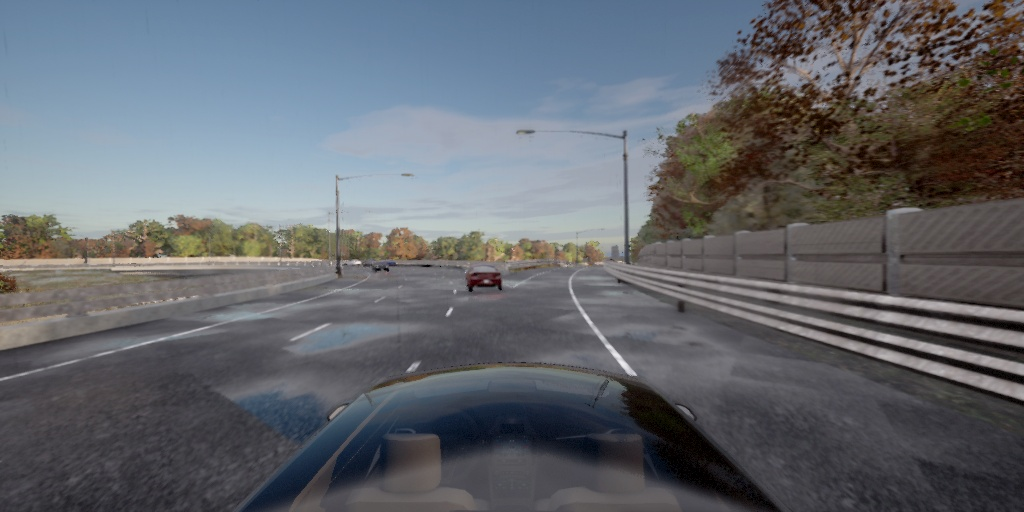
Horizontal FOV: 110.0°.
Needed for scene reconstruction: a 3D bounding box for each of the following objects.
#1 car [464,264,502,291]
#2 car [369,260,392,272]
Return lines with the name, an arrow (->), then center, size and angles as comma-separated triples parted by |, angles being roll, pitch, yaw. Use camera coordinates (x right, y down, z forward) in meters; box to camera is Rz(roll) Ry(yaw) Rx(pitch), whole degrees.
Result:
car -> -1.805, 1.230, 21.813 | 1.882, 1.535, 5.008 | -1, 0, -10
car -> -18.389, 1.537, 50.001 | 1.895, 1.301, 4.718 | -1, 0, -27
